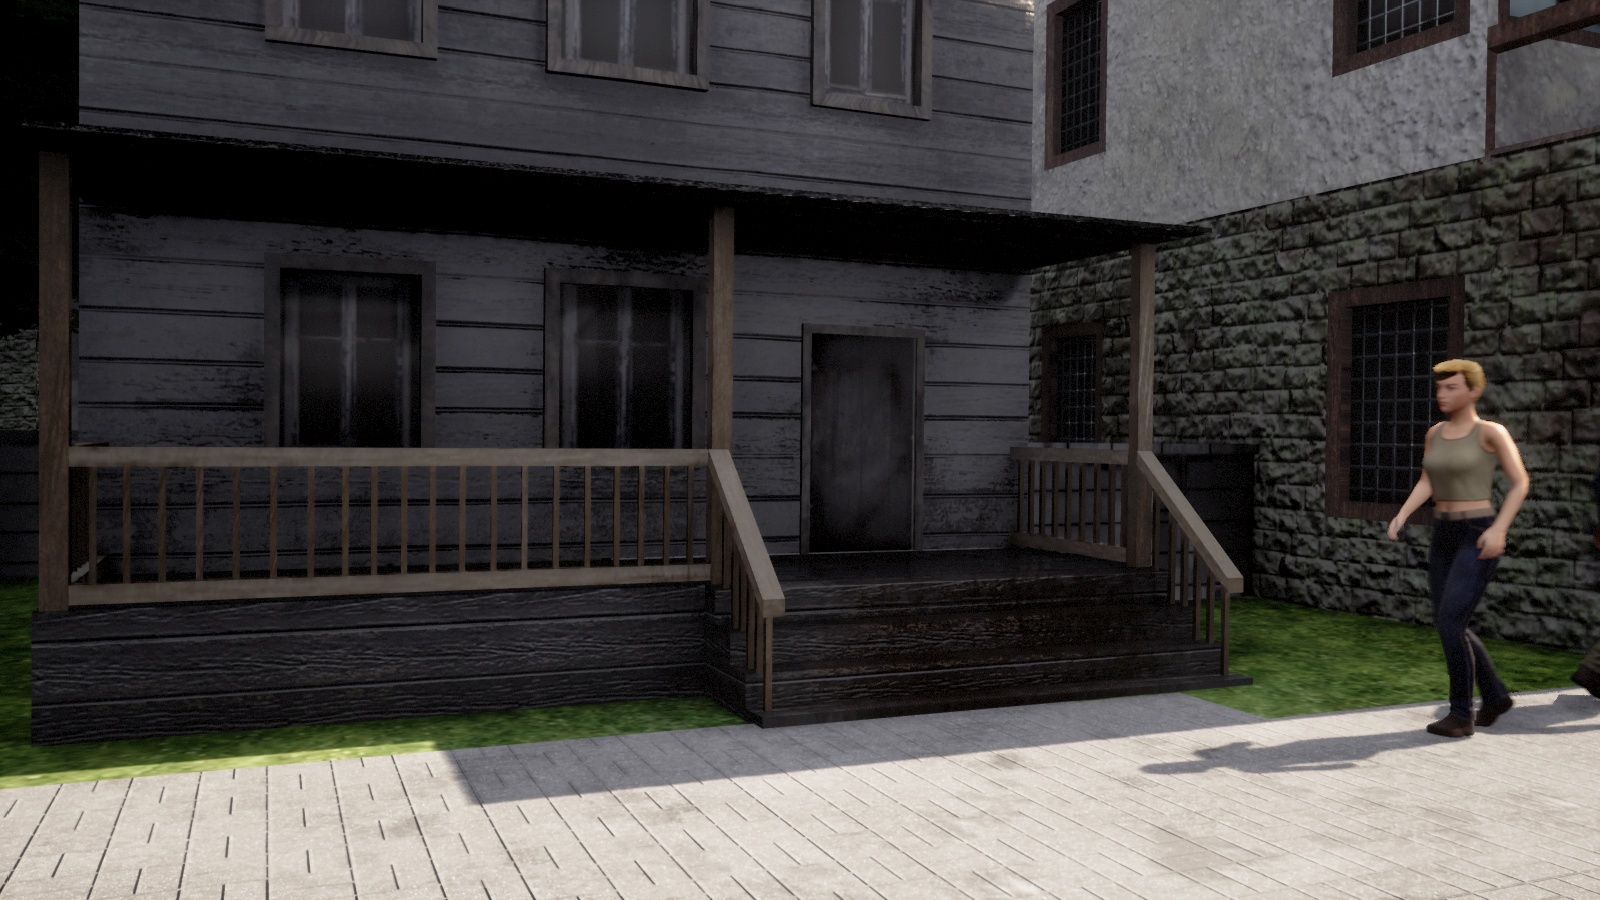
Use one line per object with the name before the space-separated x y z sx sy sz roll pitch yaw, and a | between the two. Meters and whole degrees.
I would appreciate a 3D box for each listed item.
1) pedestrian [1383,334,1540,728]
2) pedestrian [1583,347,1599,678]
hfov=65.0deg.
pedestrian | 3.206 0.374 6.093 0.594 1.836 0.345 -1 1 -14
pedestrian | 4.791 0.343 6.918 0.726 1.835 0.370 -1 1 -3
